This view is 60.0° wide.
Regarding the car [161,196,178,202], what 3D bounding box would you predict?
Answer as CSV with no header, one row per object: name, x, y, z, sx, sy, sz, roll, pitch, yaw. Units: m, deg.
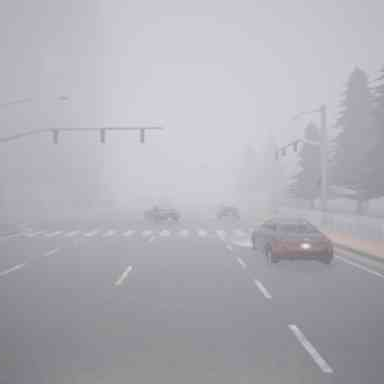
car,-4.556,1.686,67.393,2.097,1.767,4.553,0,0,-1

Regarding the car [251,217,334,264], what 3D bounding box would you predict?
car,3.417,1.606,12.035,1.994,1.385,4.181,0,0,-1

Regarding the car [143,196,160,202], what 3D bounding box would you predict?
car,-8.005,1.861,65.325,1.812,1.442,4.674,0,0,-1

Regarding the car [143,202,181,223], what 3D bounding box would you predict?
car,-2.596,1.754,27.233,1.895,1.301,4.718,0,0,-23

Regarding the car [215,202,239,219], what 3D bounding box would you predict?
car,3.144,1.658,30.295,1.812,1.442,4.674,0,0,-1

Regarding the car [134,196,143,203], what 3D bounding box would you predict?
car,-11.536,1.943,80.303,2.128,1.511,4.902,0,0,-30

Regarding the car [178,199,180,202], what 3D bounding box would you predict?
car,-5.230,2.031,89.576,1.895,1.301,4.718,0,0,-39

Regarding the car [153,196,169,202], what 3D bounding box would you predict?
car,-8.209,1.939,87.695,1.837,1.490,4.892,0,0,-39
